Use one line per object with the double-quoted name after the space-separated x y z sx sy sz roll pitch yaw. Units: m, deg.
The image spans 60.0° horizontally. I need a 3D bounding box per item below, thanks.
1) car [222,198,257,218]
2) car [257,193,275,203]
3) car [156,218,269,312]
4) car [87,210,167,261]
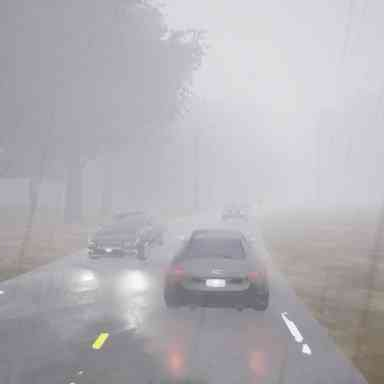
3.488 1.409 25.178 2.033 1.411 5.357 0 0 15 "car"
11.690 0.951 52.819 1.882 1.535 5.008 -1 1 29 "car"
0.584 1.545 7.786 1.994 1.385 4.181 0 0 5 "car"
-2.176 1.471 12.311 1.837 1.490 4.892 0 0 7 "car"
